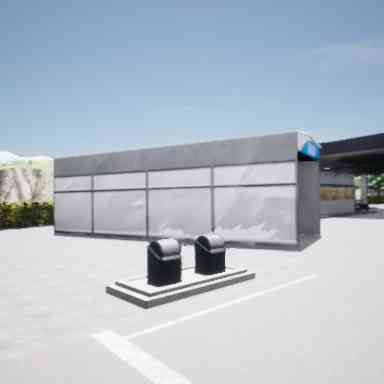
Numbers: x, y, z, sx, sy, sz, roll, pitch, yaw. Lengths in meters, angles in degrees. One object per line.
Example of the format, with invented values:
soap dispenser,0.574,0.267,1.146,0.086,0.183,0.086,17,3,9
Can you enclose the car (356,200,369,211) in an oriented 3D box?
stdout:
car,24.040,1.995,48.461,4.611,1.667,2.242,0,-1,-42
